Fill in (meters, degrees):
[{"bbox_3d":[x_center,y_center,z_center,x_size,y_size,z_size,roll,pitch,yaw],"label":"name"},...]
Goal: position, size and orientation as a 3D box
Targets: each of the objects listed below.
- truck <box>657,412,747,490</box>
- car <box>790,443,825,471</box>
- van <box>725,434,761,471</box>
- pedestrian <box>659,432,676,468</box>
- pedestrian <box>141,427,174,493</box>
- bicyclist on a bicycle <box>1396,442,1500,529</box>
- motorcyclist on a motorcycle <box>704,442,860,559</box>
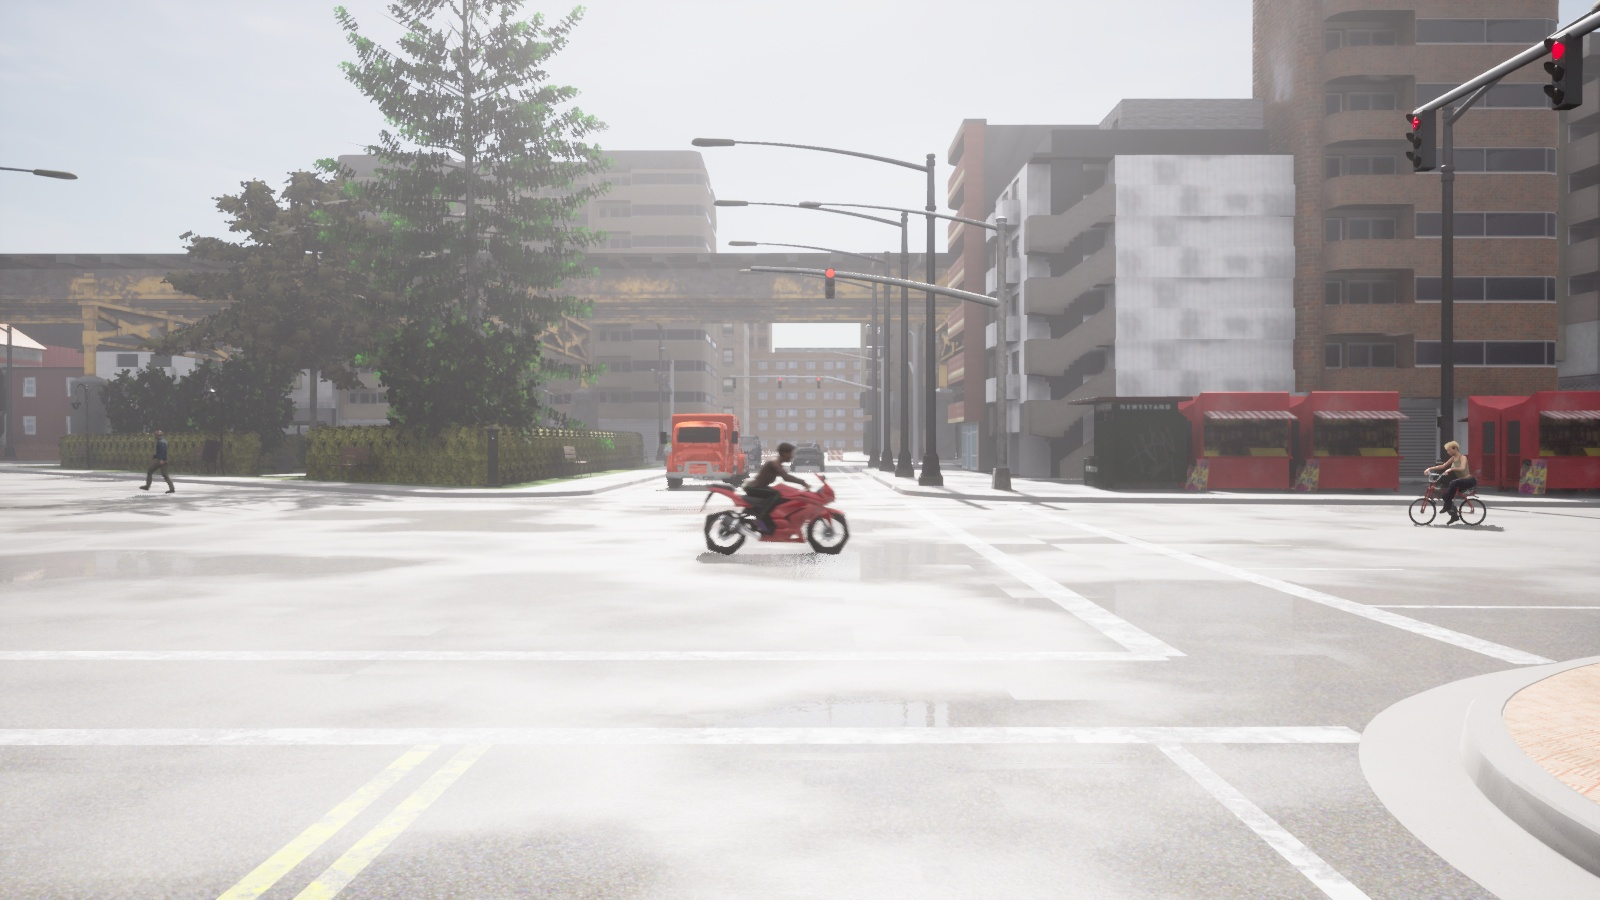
[{"bbox_3d":[-3.240,0.017,42.607,2.627,2.467,5.204,0,0,0],"label":"truck"},{"bbox_3d":[0.406,0.366,68.269,1.837,1.490,4.892,0,0,0],"label":"car"},{"bbox_3d":[-3.085,0.107,68.983,1.775,1.987,4.442,0,0,0],"label":"van"},{"bbox_3d":[-7.284,0.009,68.992,0.659,1.952,0.873,0,0,14],"label":"pedestrian"},{"bbox_3d":[-18.138,0.279,35.467,0.726,1.842,0.402,0,0,-7],"label":"pedestrian"},{"bbox_3d":[12.324,0.658,23.903,1.509,1.612,0.866,1,0,-1],"label":"bicyclist on a bicycle"},{"bbox_3d":[-0.232,0.660,16.872,2.044,1.523,0.797,0,0,0],"label":"motorcyclist on a motorcycle"}]
